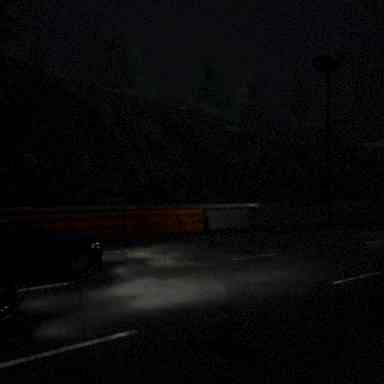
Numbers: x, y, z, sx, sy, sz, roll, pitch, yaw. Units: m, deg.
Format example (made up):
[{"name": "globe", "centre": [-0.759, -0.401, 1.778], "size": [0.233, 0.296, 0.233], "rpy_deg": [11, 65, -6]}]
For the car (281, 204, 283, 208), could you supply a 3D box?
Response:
[{"name": "car", "centre": [13.624, 1.556, 42.784], "size": [4.181, 1.385, 1.994], "rpy_deg": [0, 0, -22]}]

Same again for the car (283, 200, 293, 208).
[{"name": "car", "centre": [13.461, 1.596, 38.961], "size": [4.718, 1.301, 1.895], "rpy_deg": [0, 0, -23]}]

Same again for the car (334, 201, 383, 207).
[{"name": "car", "centre": [17.099, 1.555, 32.919], "size": [5.357, 1.411, 2.033], "rpy_deg": [0, 0, -23]}]

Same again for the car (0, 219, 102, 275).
[{"name": "car", "centre": [-4.913, 1.460, 8.749], "size": [5.008, 1.535, 1.882], "rpy_deg": [0, 0, -35]}]

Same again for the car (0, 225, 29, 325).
[{"name": "car", "centre": [-5.068, 1.478, 4.375], "size": [4.902, 1.511, 2.128], "rpy_deg": [0, 0, -36]}]

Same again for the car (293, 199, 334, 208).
[{"name": "car", "centre": [13.210, 1.562, 34.999], "size": [4.181, 1.385, 1.994], "rpy_deg": [0, 0, -24]}]
